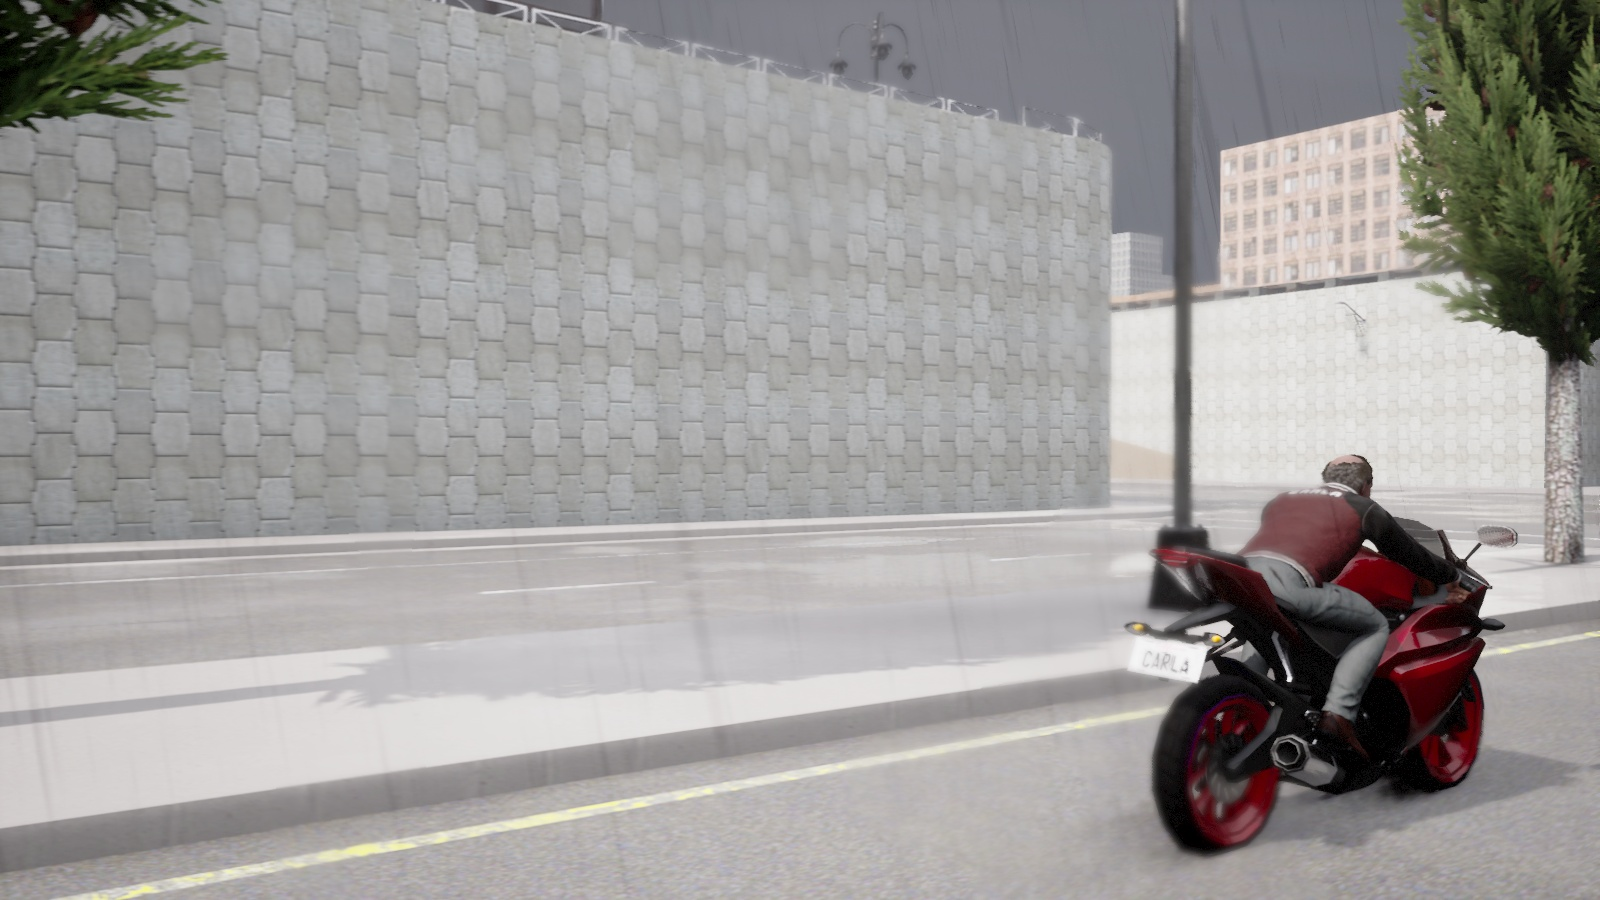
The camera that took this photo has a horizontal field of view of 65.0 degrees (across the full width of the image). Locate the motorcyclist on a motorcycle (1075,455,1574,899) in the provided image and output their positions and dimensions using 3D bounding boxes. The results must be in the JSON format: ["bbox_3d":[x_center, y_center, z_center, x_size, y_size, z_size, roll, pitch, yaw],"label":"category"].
[{"bbox_3d":[2.231,0.788,5.212,2.191,1.530,0.866,0,0,-35],"label":"motorcyclist on a motorcycle"}]
